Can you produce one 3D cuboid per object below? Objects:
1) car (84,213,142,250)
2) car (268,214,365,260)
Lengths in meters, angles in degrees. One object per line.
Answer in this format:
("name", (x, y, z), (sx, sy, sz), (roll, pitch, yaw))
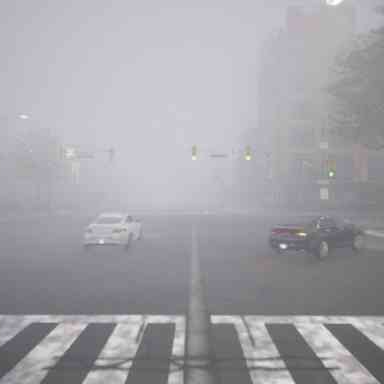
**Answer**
("car", (-3.398, 1.648, 14.828), (1.812, 1.442, 4.674), (0, 0, 0))
("car", (4.953, 1.613, 12.962), (4.892, 1.490, 1.837), (1, -3, -41))
